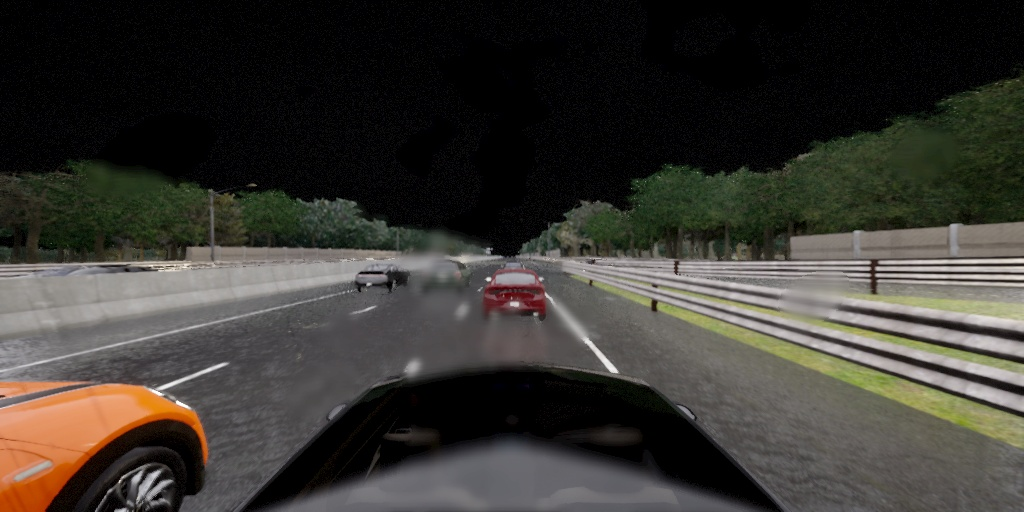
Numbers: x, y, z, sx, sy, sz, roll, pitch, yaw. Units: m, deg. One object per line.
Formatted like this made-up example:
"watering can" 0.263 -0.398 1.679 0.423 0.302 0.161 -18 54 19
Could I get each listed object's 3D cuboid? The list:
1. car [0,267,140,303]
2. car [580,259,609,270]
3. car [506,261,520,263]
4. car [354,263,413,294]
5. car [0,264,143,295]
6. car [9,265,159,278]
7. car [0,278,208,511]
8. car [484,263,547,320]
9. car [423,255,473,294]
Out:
"car" -21.094 1.273 17.044 1.895 1.301 4.718 0 0 0
"car" 9.678 1.004 42.544 1.994 1.385 4.181 -1 -1 -18
"car" 0.102 1.154 30.933 2.033 1.411 5.357 0 0 0
"car" -6.898 1.150 19.737 2.128 1.511 4.902 0 0 0
"car" -24.590 1.204 20.187 2.033 1.411 5.357 0 0 0
"car" -17.594 1.185 15.523 1.837 1.490 4.892 0 0 0
"car" -3.399 1.106 0.861 2.097 1.767 4.553 0 0 0
"car" 0.101 1.173 12.409 1.882 1.535 5.008 0 0 0
"car" -3.398 1.011 19.719 2.097 1.767 4.553 0 0 0
